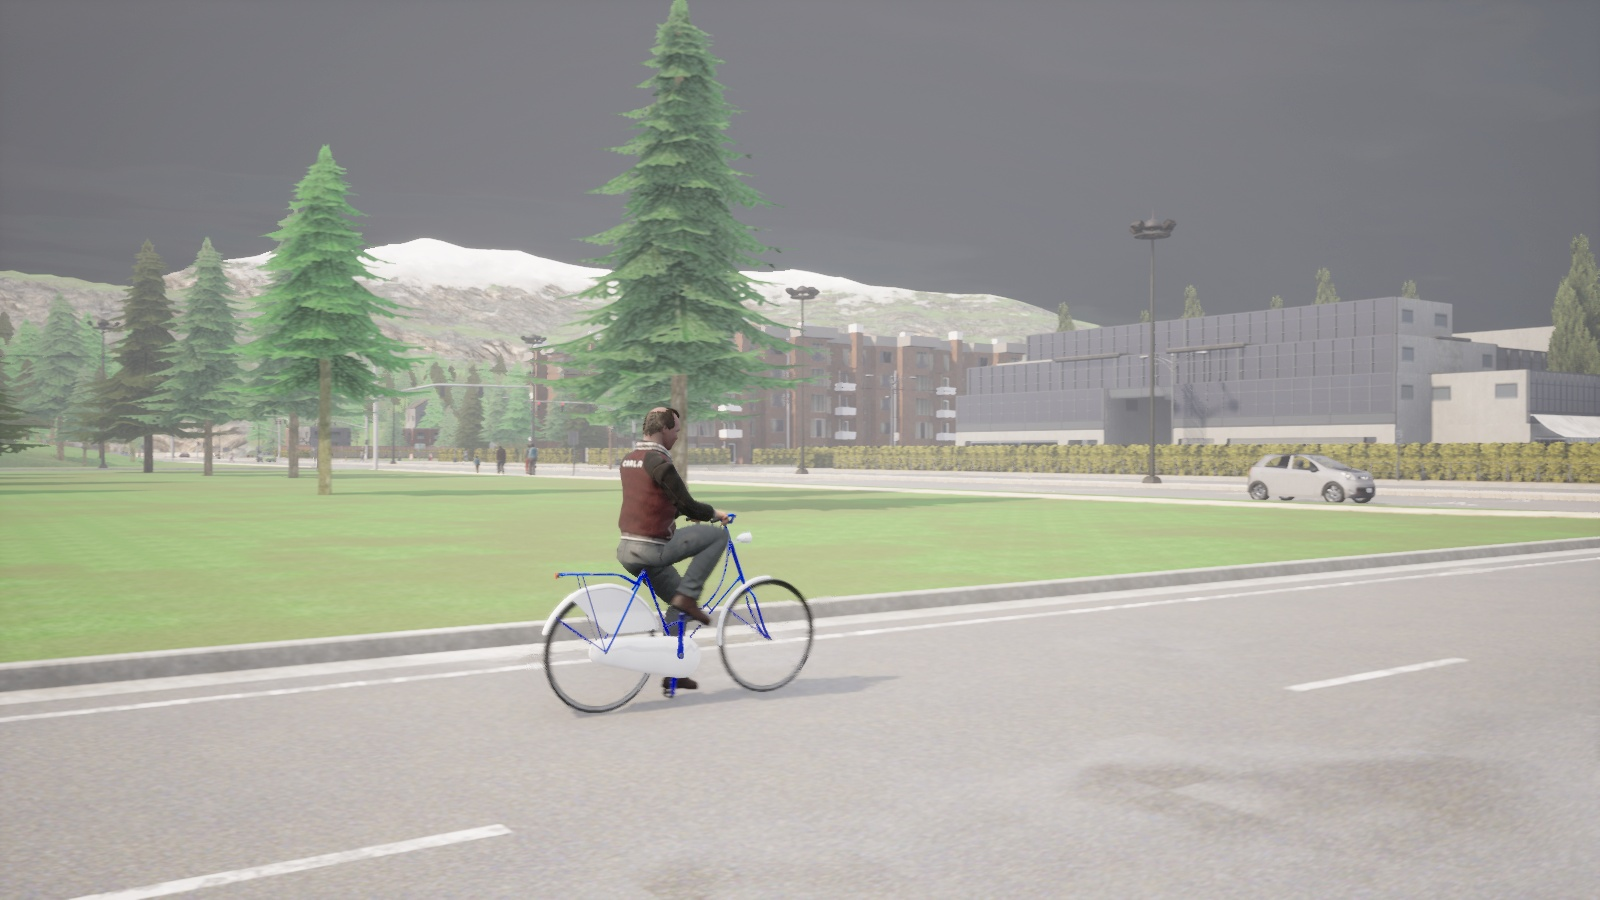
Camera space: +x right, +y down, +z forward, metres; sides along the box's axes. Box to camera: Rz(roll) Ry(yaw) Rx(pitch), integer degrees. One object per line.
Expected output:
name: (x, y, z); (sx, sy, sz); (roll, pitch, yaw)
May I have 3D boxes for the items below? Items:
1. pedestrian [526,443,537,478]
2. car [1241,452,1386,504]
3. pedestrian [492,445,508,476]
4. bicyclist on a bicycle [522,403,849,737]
pedestrian: (-15.173, 0.590, 71.027); (0.396, 1.930, 0.692); (0, 0, -35)
car: (15.517, 0.819, 38.071); (1.845, 1.501, 3.633); (0, 0, -36)
pedestrian: (-17.931, 0.606, 75.020); (0.634, 1.844, 0.899); (0, 0, -34)
bicyclist on a bicycle: (-0.650, 0.635, 7.471); (1.843, 1.776, 0.659); (0, 0, -35)
